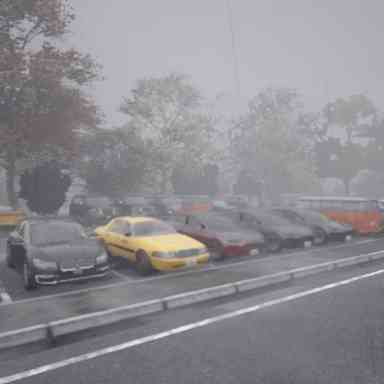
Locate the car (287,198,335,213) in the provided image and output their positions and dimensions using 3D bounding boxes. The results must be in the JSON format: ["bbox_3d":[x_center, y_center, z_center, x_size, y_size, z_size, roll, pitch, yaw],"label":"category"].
[{"bbox_3d":[13.427,1.518,37.724,2.163,1.488,4.792,0,0,-35],"label":"car"}]

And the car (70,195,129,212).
[{"bbox_3d":[-6.892,1.233,23.292,2.435,2.045,5.566,0,0,-35],"label":"car"}]

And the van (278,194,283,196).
[{"bbox_3d":[10.984,1.246,36.167,1.878,1.987,4.442,0,0,-35],"label":"van"}]

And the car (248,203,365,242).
[{"bbox_3d":[5.136,1.502,15.790,2.163,1.488,4.792,0,0,-35],"label":"car"}]

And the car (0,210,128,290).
[{"bbox_3d":[-3.938,1.499,9.389,2.231,1.521,4.892,0,0,-35],"label":"car"}]

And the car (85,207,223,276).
[{"bbox_3d":[-1.564,1.489,10.840,1.946,1.575,5.366,0,0,-35],"label":"car"}]

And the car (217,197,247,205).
[{"bbox_3d":[2.122,1.458,29.735,2.097,1.535,5.008,0,0,-35],"label":"car"}]

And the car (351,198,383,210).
[{"bbox_3d":[24.718,1.607,45.742,2.163,1.488,4.792,0,0,-35],"label":"car"}]

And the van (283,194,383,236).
[{"bbox_3d":[7.314,1.241,17.516,1.878,1.987,4.442,0,0,-35],"label":"van"}]

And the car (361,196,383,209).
[{"bbox_3d":[26.841,1.469,47.324,2.185,1.767,4.553,0,0,-35],"label":"car"}]

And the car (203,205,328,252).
[{"bbox_3d":[2.872,1.509,14.182,2.163,1.488,4.792,0,0,-35],"label":"car"}]

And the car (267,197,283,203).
[{"bbox_3d":[6.623,1.484,32.962,2.163,1.488,4.792,0,0,-35],"label":"car"}]

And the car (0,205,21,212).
[{"bbox_3d":[-11.422,1.496,20.102,2.097,1.535,5.008,0,0,-35],"label":"car"}]

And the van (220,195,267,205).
[{"bbox_3d":[4.459,1.229,31.256,1.878,1.987,4.442,0,0,-36],"label":"van"}]

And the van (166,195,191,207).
[{"bbox_3d":[-2.324,1.245,26.427,1.878,1.987,4.442,0,0,-35],"label":"van"}]

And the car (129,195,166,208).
[{"bbox_3d":[-4.633,1.226,24.896,2.435,2.045,5.566,0,0,-35],"label":"car"}]

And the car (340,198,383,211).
[{"bbox_3d":[22.444,1.600,44.160,2.002,1.452,4.674,0,0,-35],"label":"car"}]

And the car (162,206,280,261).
[{"bbox_3d":[0.609,1.515,12.575,2.163,1.488,4.792,0,0,-35],"label":"car"}]

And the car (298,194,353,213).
[{"bbox_3d":[15.653,1.255,39.375,2.435,2.045,5.566,0,0,-35],"label":"car"}]

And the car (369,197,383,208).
[{"bbox_3d":[29.120,1.612,48.899,2.097,1.535,5.008,0,0,-35],"label":"car"}]

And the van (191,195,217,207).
[{"bbox_3d":[-0.201,1.239,28.222,1.878,1.987,4.442,0,0,-35],"label":"van"}]
